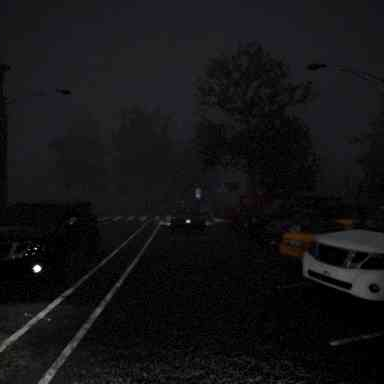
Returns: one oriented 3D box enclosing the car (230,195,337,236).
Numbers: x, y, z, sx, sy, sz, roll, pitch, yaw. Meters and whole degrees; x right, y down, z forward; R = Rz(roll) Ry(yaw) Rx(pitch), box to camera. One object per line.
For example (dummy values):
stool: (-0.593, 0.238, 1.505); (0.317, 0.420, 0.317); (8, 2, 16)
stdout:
car: (5.081, 1.223, 16.492); (5.566, 2.045, 2.435); (1, 1, -22)

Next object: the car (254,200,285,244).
car: (5.202, 1.371, 13.549); (4.553, 1.767, 2.185); (1, 1, -21)

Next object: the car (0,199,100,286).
car: (-4.351, 1.249, 9.847); (2.150, 2.045, 5.566); (0, 0, -1)

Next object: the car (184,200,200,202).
car: (0.049, 1.451, 35.476); (1.895, 1.301, 4.718); (1, 1, 7)

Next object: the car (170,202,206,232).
car: (-0.249, 1.522, 19.720); (1.994, 1.385, 4.181); (0, 0, -1)

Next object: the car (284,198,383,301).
car: (5.251, 1.268, 7.577); (5.566, 2.045, 2.435); (1, 0, -21)

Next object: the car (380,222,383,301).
car: (5.279, 1.389, 4.607); (4.553, 1.767, 2.185); (1, 0, -21)

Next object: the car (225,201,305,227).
car: (4.927, 1.429, 22.454); (4.892, 1.521, 2.231); (1, 0, -22)

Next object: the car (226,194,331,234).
car: (5.051, 1.200, 19.494); (5.566, 2.045, 2.435); (1, 0, -22)

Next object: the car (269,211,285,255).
car: (5.400, 1.512, 10.645); (5.366, 1.575, 1.946); (1, 0, -21)
